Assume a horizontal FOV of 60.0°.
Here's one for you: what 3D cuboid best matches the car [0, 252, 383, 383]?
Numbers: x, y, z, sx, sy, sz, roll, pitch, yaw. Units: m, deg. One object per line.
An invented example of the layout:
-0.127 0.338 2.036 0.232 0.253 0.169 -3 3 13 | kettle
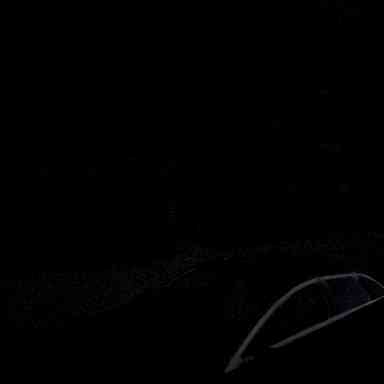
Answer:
0.627 1.493 3.520 4.902 1.511 2.128 0 0 -36 | car
